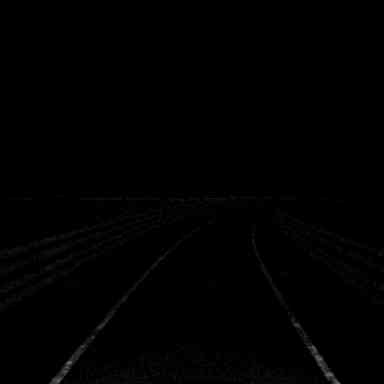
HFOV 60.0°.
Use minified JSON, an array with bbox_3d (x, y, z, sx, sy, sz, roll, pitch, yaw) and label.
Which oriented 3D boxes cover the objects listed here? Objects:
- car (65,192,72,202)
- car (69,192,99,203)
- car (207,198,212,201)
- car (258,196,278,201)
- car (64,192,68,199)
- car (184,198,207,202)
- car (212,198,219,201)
[{"bbox_3d":[-22.842,1.353,68.741,5.008,1.535,1.882,1,0,-32],"label":"car"},{"bbox_3d":[-20.978,1.308,65.779,5.008,1.535,1.882,1,0,-32],"label":"car"},{"bbox_3d":[1.787,1.669,84.402,4.892,1.490,1.837,1,0,-32],"label":"car"},{"bbox_3d":[20.539,1.925,92.180,5.357,1.411,2.033,1,0,-32],"label":"car"},{"bbox_3d":[-24.694,1.105,71.711,5.566,2.045,2.150,1,0,-32],"label":"car"},{"bbox_3d":[0.275,1.606,79.293,4.902,1.511,2.128,1,0,-32],"label":"car"},{"bbox_3d":[4.955,1.740,90.566,5.357,1.411,2.033,1,0,-32],"label":"car"}]
